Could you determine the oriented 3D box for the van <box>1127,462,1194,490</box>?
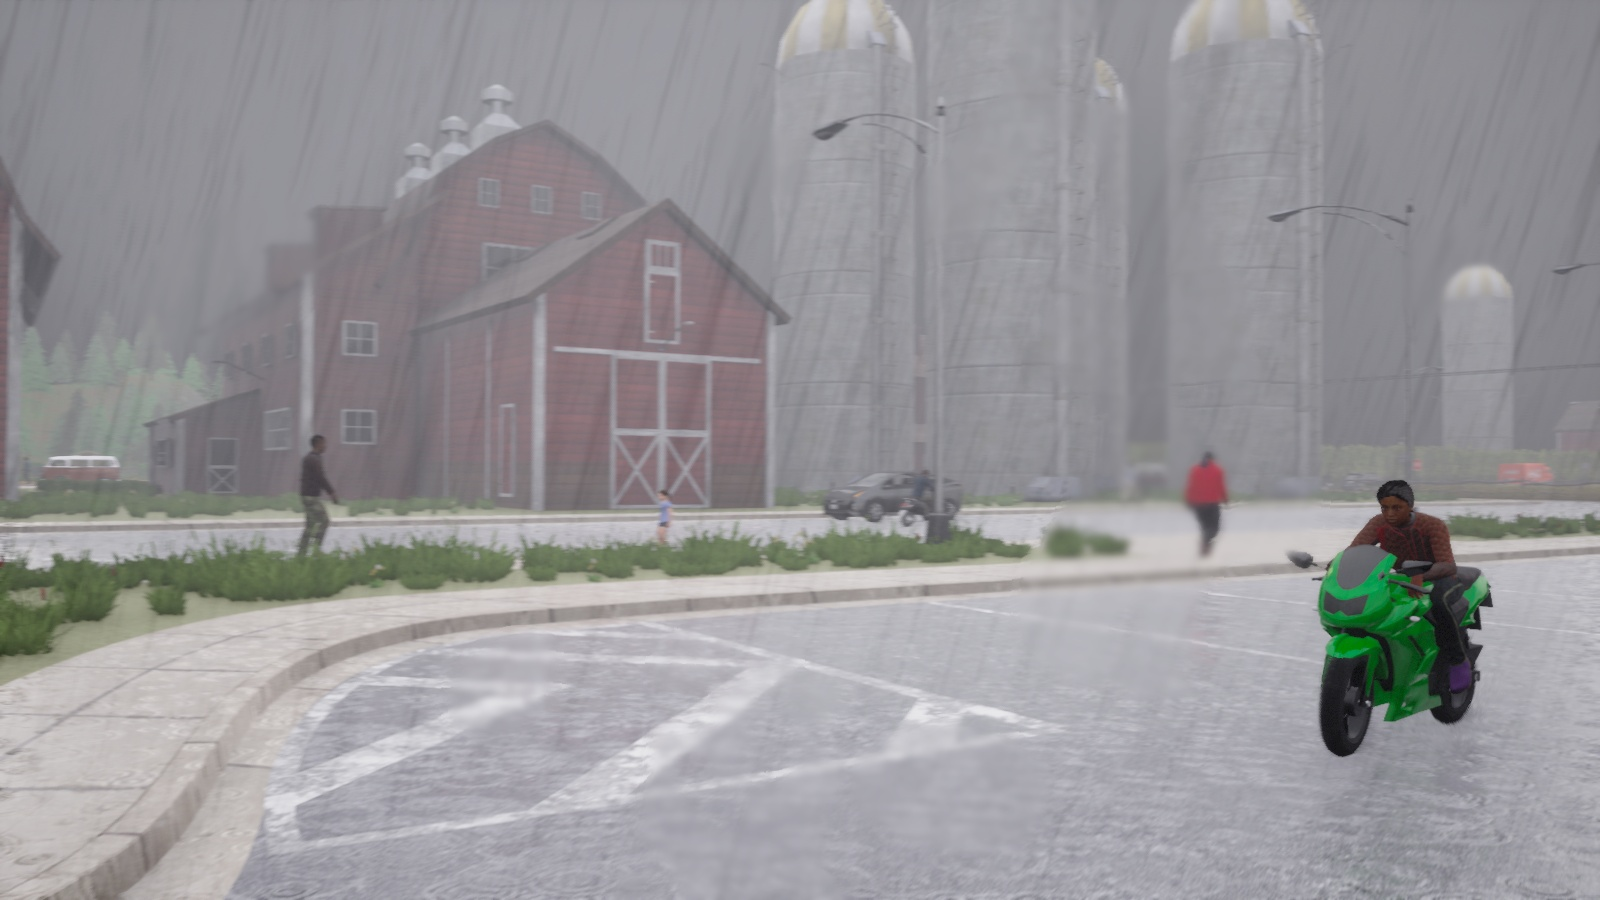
[{"bbox_3d":[26.992,1.957,94.114,2.069,2.038,4.480,0,-1,-38],"label":"van"}]

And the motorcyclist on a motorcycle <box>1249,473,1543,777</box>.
[{"bbox_3d":[3.526,0.904,7.330,2.044,1.523,0.797,1,0,-41],"label":"motorcyclist on a motorcycle"}]

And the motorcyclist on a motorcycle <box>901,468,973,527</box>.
[{"bbox_3d":[3.771,1.290,34.500,1.817,1.590,0.866,1,-1,-33],"label":"motorcyclist on a motorcycle"}]

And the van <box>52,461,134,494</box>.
[{"bbox_3d":[-45.802,1.773,81.411,4.480,2.038,2.069,1,-1,-33],"label":"van"}]

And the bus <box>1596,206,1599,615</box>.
[{"bbox_3d":[13.678,-0.354,14.238,10.273,4.253,3.944,1,-1,-33],"label":"bus"}]

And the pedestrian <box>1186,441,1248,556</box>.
[{"bbox_3d":[6.873,0.779,20.677,0.634,1.844,0.899,-1,-1,43],"label":"pedestrian"}]

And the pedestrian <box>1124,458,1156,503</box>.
[{"bbox_3d":[13.955,1.244,51.536,0.900,1.855,0.874,0,-1,-20],"label":"pedestrian"}]

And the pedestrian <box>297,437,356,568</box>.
[{"bbox_3d":[-6.774,0.745,17.968,0.703,1.840,0.431,1,-1,-33],"label":"pedestrian"}]

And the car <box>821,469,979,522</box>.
[{"bbox_3d":[3.081,1.340,38.231,4.514,1.525,2.007,1,-1,-33],"label":"car"}]

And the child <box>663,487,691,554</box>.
[{"bbox_3d":[-2.047,1.168,20.951,0.394,1.110,0.255,0,-1,-30],"label":"child"}]
